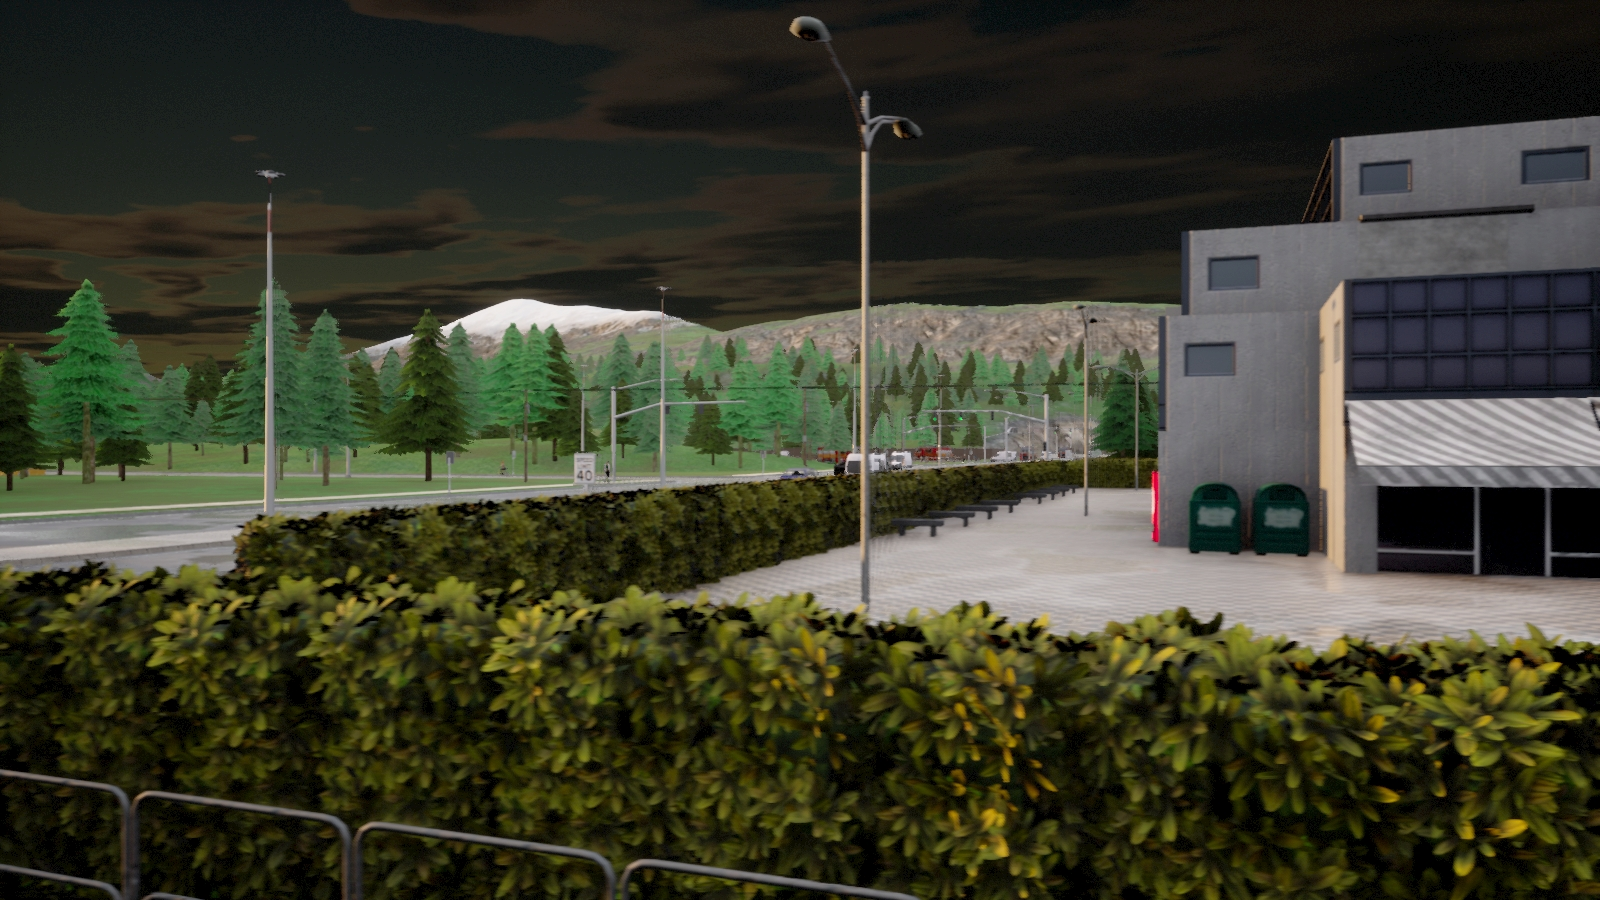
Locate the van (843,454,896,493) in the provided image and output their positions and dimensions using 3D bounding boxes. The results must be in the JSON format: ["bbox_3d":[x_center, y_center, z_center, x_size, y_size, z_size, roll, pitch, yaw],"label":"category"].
[{"bbox_3d":[4.738,1.534,77.048,1.988,2.561,5.915,0,0,19],"label":"van"}]

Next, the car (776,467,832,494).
[{"bbox_3d":[0.300,1.969,74.964,2.242,1.667,4.611,0,0,19],"label":"car"}]
